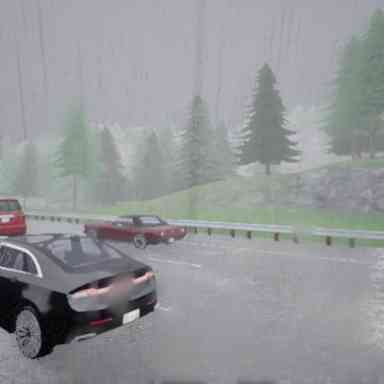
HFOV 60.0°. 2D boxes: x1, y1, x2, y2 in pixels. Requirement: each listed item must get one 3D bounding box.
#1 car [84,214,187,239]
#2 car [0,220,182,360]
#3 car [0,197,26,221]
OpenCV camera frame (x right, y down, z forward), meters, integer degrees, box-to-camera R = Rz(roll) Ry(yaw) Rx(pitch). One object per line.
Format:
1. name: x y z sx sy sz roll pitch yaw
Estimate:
1. car: -2.618 1.627 14.458 4.718 1.301 1.895 0 0 35
2. car: -2.811 1.506 5.996 4.902 1.511 2.128 0 0 35
3. car: -9.850 1.264 15.327 5.566 2.045 2.150 0 0 36
